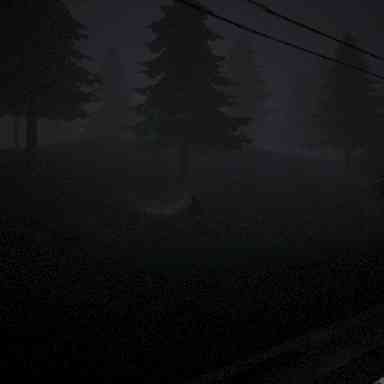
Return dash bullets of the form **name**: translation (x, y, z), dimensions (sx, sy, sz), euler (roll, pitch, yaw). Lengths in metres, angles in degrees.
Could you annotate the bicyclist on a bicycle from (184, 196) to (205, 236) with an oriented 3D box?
- **bicyclist on a bicycle**: translation (0.137, 1.024, 14.960), dimensions (0.582, 1.620, 1.656), euler (-10, 25, -34)
